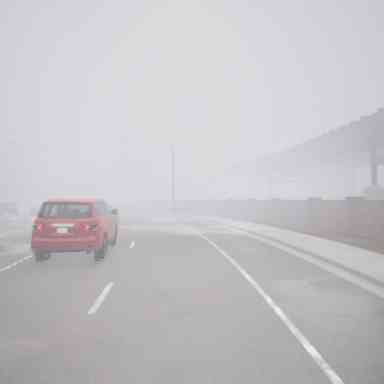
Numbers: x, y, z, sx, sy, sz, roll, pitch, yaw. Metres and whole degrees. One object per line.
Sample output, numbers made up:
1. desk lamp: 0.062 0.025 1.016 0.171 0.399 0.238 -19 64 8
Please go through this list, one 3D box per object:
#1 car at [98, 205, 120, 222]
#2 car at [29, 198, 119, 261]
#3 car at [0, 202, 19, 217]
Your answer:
1. car: -7.913 1.931 31.334 1.812 1.442 4.674 0 -2 -16
2. car: -4.130 1.248 12.515 2.150 2.045 5.566 0 0 -6
3. car: -24.434 2.303 44.456 2.150 2.045 5.566 1 -3 -26
